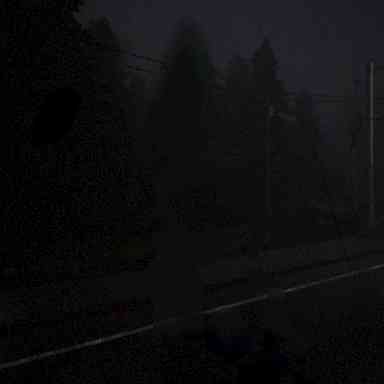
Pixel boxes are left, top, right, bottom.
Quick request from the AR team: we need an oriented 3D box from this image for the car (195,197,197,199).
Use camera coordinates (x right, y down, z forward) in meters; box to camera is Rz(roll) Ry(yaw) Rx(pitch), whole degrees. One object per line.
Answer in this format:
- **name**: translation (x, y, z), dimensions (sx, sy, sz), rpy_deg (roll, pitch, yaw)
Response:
- **car**: translation (-0.165, 1.592, 65.211), dimensions (4.718, 1.301, 1.895), rpy_deg (0, 0, 27)

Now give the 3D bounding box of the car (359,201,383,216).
- **car**: translation (17.959, 1.556, 31.917), dimensions (1.994, 1.385, 4.181), rpy_deg (0, 0, -2)
